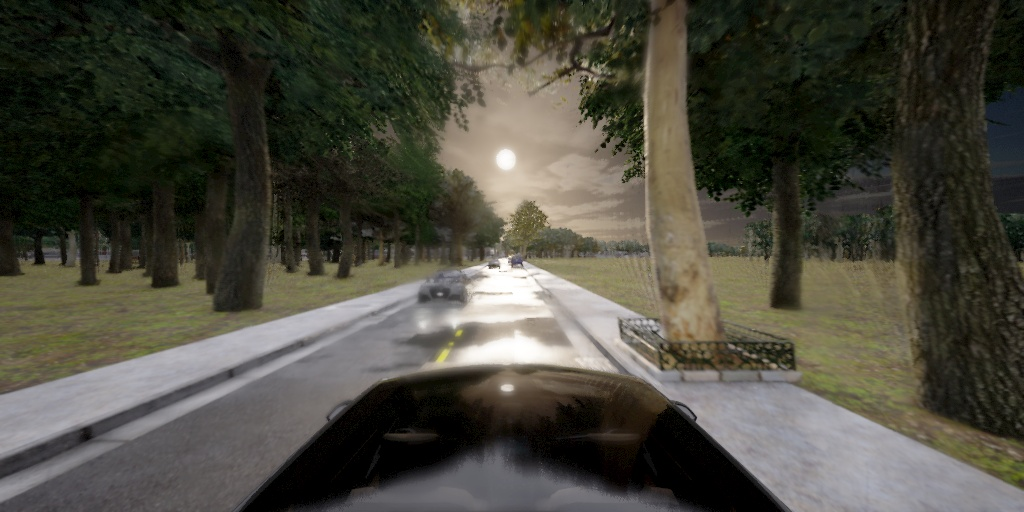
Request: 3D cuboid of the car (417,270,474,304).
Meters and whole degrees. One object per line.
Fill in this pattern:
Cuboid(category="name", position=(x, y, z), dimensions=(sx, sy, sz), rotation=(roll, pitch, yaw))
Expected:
Cuboid(category="car", position=(-2.846, 1.315, 16.154), dimensions=(1.994, 1.385, 4.181), rotation=(0, 0, 0))

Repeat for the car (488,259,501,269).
Cuboid(category="car", position=(-2.795, 1.258, 57.483), dimensions=(1.837, 1.490, 4.892), rotation=(0, 0, 1))
